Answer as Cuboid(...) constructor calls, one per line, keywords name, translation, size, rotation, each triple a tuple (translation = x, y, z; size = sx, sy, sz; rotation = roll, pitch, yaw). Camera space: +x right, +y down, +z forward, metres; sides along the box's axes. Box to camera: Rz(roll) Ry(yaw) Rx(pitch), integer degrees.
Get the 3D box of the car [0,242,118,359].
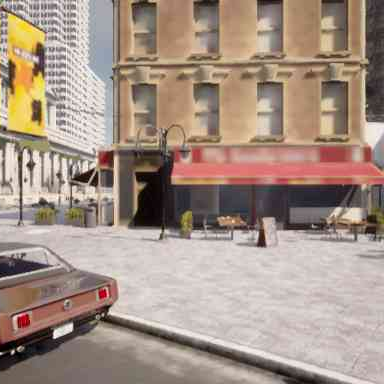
Cuboid(name="car", translation=(-3.565, 1.540, 5.579), size=(4.718, 1.301, 1.895), rotation=(0, 0, 32))
